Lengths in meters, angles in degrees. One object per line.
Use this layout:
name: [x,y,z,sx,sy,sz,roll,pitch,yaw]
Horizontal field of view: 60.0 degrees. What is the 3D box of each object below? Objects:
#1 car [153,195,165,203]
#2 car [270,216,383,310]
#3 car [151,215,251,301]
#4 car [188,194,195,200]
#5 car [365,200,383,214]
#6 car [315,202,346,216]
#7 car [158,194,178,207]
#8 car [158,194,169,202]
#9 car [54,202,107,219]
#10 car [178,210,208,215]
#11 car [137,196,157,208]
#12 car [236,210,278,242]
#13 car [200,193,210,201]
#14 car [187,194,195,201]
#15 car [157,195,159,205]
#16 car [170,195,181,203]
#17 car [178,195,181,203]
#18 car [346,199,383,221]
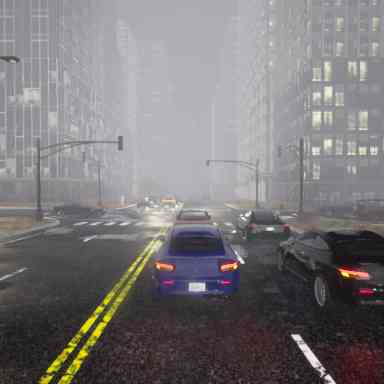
car: [-6.644,1.448,67.384,1.837,1.490,4.892,0,0,0]
car: [3.338,1.522,7.649,1.812,1.442,4.674,0,0,0]
car: [0.087,1.522,8.213,1.812,1.442,4.674,0,0,0]
car: [-0.164,1.266,89.144,1.812,1.442,4.674,0,0,0]
car: [21.744,1.643,36.263,4.829,1.417,1.752,1,0,1]
car: [15.040,1.702,33.755,4.718,1.301,1.895,0,1,1]
car: [-3.433,1.442,49.275,1.882,1.535,5.008,0,0,0]
car: [-6.644,1.283,77.725,2.097,1.767,4.553,0,0,0]
car: [-9.764,1.561,29.118,4.718,1.301,1.895,1,1,29]
car: [0.071,1.591,17.380,1.895,1.301,4.718,0,0,0]
car: [-6.685,1.513,47.876,2.033,1.411,5.357,0,0,0]
car: [3.325,1.555,16.219,1.994,1.385,4.181,0,0,-1]
car: [3.106,1.143,78.761,2.150,2.045,5.566,0,0,0]
car: [-0.145,1.514,79.172,1.895,1.301,4.718,0,0,0]
car: [-6.687,1.460,57.614,1.837,1.490,4.892,0,0,0]
car: [-3.378,1.417,69.182,1.882,1.535,5.008,0,0,0]
car: [-3.435,1.554,58.654,1.895,1.301,4.718,0,0,0]
car: [16.151,1.520,27.967,5.009,1.841,2.192,1,0,1]
